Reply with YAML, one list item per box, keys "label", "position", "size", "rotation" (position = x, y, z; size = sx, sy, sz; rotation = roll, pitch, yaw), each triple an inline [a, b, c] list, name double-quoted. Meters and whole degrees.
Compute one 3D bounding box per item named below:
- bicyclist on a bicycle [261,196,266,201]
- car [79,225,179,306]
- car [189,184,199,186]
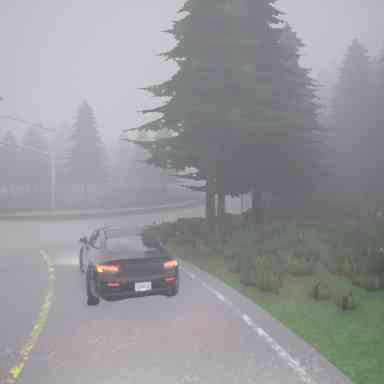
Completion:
- label: "bicyclist on a bicycle"
  position: [6.311, 0.894, 30.393]
  size: [1.656, 1.620, 0.582]
  rotation: [-13, -4, 35]
- label: "car"
  position: [-1.683, 1.526, 8.115]
  size: [1.812, 1.442, 4.674]
  rotation: [0, 0, -21]
- label: "car"
  position: [0.576, -1.747, 69.734]
  size: [1.994, 1.385, 4.181]
  rotation: [0, 5, -5]
